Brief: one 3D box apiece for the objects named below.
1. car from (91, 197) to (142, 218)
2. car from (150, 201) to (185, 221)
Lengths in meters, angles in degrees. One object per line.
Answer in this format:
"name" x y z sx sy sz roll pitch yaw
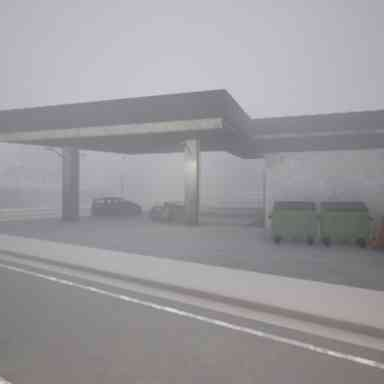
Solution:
"car" -6.521 1.294 29.120 2.242 1.667 4.611 0 0 37
"car" -1.446 1.455 26.322 1.970 1.475 3.806 0 0 37
